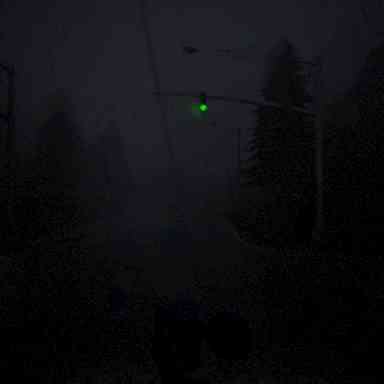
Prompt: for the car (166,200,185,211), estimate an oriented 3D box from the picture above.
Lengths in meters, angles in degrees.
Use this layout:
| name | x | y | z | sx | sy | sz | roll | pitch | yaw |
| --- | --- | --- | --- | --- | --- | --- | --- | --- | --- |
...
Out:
| name | x | y | z | sx | sy | sz | roll | pitch | yaw |
| --- | --- | --- | --- | --- | --- | --- | --- | --- | --- |
| car | -2.374 | 1.856 | 47.065 | 1.837 | 1.490 | 4.892 | 0 | -1 | -17 |
